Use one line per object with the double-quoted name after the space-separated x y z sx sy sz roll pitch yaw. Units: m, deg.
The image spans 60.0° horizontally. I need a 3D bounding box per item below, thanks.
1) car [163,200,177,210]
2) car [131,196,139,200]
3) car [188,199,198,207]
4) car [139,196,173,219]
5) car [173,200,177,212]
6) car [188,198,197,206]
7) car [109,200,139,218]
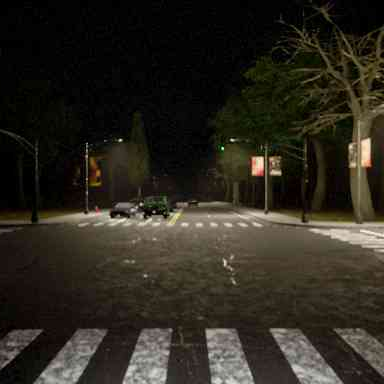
-3.272 1.913 51.150 1.812 1.442 4.674 0 -1 1 "car"
-6.542 1.511 42.523 2.150 2.045 5.566 0 -1 0 "car"
0.188 2.022 61.939 2.128 1.511 4.902 0 -1 0 "car"
-3.306 1.419 31.794 2.150 2.045 5.566 0 0 0 "car"
-3.285 1.840 41.203 1.994 1.385 4.181 0 -1 1 "car"
0.151 2.147 72.305 1.882 1.535 5.008 0 -1 0 "car"
-6.556 1.749 32.336 2.033 1.411 5.357 0 0 0 "car"
